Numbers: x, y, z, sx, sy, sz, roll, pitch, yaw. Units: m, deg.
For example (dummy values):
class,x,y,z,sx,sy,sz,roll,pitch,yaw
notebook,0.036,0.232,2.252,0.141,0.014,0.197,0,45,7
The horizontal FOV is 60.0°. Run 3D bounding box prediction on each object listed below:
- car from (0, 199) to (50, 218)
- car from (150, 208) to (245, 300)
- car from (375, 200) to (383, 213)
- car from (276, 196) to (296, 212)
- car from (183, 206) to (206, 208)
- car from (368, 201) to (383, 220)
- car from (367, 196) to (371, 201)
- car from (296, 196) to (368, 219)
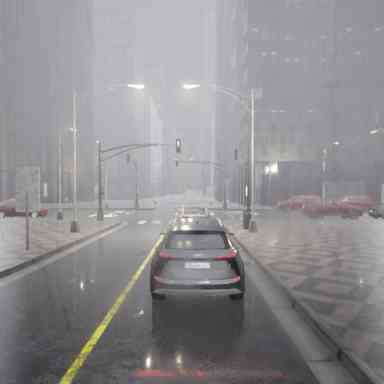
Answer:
class,x,y,z,sx,sy,sz,roll,pitch,yaw
car,-14.864,1.567,29.152,4.507,1.381,1.887,0,1,0
car,0.124,1.428,8.407,2.033,1.649,4.856,0,0,1
car,23.463,1.633,37.718,4.313,1.339,1.947,0,1,0
car,12.179,1.325,37.703,5.009,1.841,2.192,0,1,0
car,0.129,1.507,17.493,1.837,1.490,4.892,0,0,0
car,17.820,1.742,29.188,4.313,1.339,1.947,0,1,0
car,17.822,1.353,37.709,5.009,1.841,2.192,0,1,0
car,12.177,1.463,29.179,5.009,1.841,2.192,0,1,0
